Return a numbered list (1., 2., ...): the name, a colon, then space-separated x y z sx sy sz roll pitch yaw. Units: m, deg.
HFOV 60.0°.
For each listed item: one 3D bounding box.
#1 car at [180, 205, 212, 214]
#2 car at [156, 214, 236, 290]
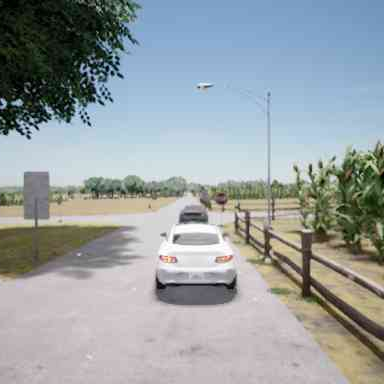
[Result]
1. car: 0.221 1.620 22.622 1.837 1.490 4.892 0 0 4
2. car: 0.082 1.558 9.064 1.812 1.442 4.674 0 0 0
